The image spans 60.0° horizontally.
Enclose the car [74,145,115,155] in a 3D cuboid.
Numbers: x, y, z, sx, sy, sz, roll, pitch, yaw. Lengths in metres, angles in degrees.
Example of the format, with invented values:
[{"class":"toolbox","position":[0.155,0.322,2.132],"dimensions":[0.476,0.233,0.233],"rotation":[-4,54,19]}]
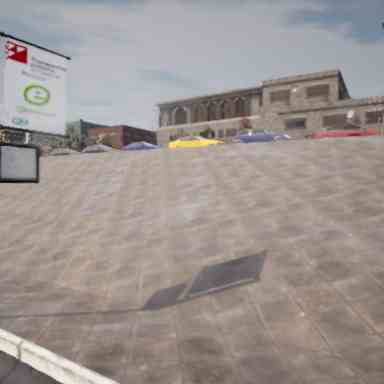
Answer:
[{"class":"car","position":[-8.932,-3.869,32.796],"dimensions":[4.892,1.521,2.231],"rotation":[1,0,34]}]

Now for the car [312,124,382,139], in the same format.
[{"class":"car","position":[10.175,-3.535,21.221],"dimensions":[4.792,1.488,2.163],"rotation":[1,1,29]}]

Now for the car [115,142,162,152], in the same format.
[{"class":"car","position":[-4.285,-3.757,29.767],"dimensions":[4.674,1.452,2.002],"rotation":[1,1,33]}]

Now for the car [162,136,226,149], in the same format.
[{"class":"car","position":[0.428,-3.720,26.838],"dimensions":[5.008,1.535,2.097],"rotation":[1,1,32]}]

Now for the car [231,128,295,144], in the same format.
[{"class":"car","position":[5.181,-3.769,24.022],"dimensions":[4.553,1.767,2.185],"rotation":[1,1,31]}]

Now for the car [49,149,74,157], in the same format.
[{"class":"car","position":[-13.499,-3.922,35.896],"dimensions":[4.892,1.521,2.231],"rotation":[1,0,34]}]
